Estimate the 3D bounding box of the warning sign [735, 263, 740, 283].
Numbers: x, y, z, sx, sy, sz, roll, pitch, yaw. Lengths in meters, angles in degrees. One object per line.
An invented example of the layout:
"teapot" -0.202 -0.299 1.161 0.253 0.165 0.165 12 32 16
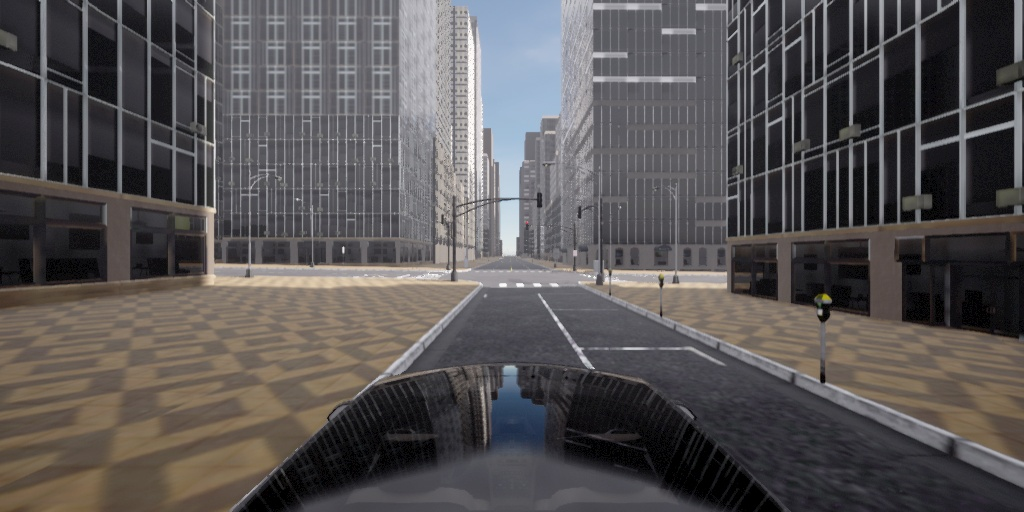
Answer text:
"warning sign" 17.262 1.179 27.990 1.060 1.860 1.300 0 0 -3
